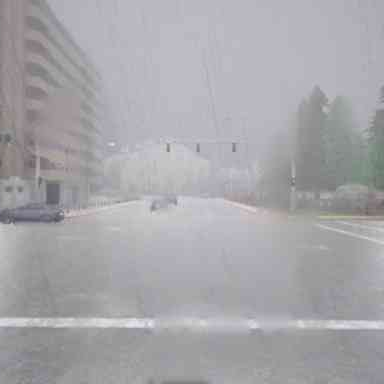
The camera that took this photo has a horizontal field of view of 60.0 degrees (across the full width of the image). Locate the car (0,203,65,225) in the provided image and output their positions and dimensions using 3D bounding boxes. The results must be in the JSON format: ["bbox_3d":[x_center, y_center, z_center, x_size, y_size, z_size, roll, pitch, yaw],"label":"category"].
[{"bbox_3d":[-10.941,1.476,22.746,4.181,1.385,1.994,0,0,0],"label":"car"}]

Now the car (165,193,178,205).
[{"bbox_3d":[-3.578,1.132,55.645,2.150,2.045,5.566,0,1,0],"label":"car"}]

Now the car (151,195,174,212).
[{"bbox_3d":[-3.595,1.434,38.052,2.128,1.511,4.902,0,0,0],"label":"car"}]
